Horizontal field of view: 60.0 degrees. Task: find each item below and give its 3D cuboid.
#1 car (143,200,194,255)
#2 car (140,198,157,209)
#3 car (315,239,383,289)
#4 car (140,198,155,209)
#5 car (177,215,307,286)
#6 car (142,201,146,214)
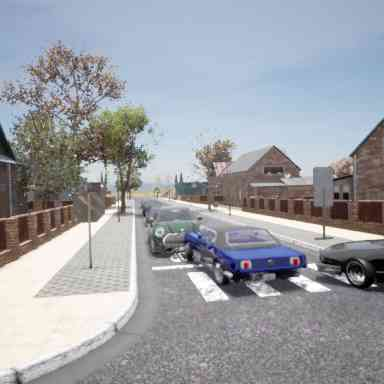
[{"bbox_3d":[-0.713,1.397,13.728,2.097,1.767,4.553,-2,0,-11],"label":"car"},{"bbox_3d":[-4.080,1.556,33.851,1.882,1.535,5.008,-2,0,-10],"label":"car"},{"bbox_3d":[5.558,1.433,7.069,5.357,1.411,2.033,-1,0,41],"label":"car"},{"bbox_3d":[-6.592,1.656,48.711,2.033,1.411,5.357,-2,0,-10],"label":"car"},{"bbox_3d":[1.131,1.599,9.556,1.895,1.301,4.718,-1,1,-16],"label":"car"},{"bbox_3d":[-2.313,1.621,23.714,1.994,1.385,4.181,-2,0,-10],"label":"car"}]
